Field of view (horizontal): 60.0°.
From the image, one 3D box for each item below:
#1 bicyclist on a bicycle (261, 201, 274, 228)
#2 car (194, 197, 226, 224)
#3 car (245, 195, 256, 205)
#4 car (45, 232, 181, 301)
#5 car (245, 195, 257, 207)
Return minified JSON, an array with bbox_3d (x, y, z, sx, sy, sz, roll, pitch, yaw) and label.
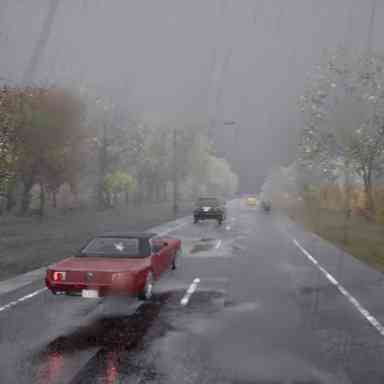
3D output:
[{"bbox_3d":[5.204,1.520,22.450,0.659,1.776,1.843,0,0,10],"label":"bicyclist on a bicycle"},{"bbox_3d":[1.512,1.425,26.799,2.150,2.045,5.566,0,0,10],"label":"car"},{"bbox_3d":[12.794,1.736,73.039,2.150,2.045,5.566,0,0,10],"label":"car"},{"bbox_3d":[-1.576,1.677,8.567,1.895,1.301,4.718,0,0,10],"label":"car"},{"bbox_3d":[11.084,1.912,62.346,1.882,1.535,5.008,0,0,10],"label":"car"}]
